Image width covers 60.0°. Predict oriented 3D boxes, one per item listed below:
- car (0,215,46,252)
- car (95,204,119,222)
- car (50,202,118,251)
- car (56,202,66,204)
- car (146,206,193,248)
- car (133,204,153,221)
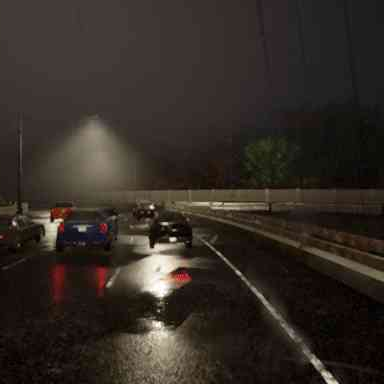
[{"bbox_3d":[-7.995,1.685,14.414,2.033,1.411,5.357,0,-1,-8],"label":"car"},{"bbox_3d":[-7.885,1.852,30.610,1.994,1.385,4.181,0,0,-16],"label":"car"},{"bbox_3d":[-4.541,1.492,14.970,2.097,1.767,4.553,0,-1,-8],"label":"car"},{"bbox_3d":[-11.173,1.628,29.406,2.097,1.767,4.553,0,-1,-16],"label":"car"},{"bbox_3d":[-1.110,1.654,15.674,1.837,1.490,4.892,0,0,-8],"label":"car"},{"bbox_3d":[-4.413,1.840,31.243,2.033,1.411,5.357,0,-1,-16],"label":"car"}]
